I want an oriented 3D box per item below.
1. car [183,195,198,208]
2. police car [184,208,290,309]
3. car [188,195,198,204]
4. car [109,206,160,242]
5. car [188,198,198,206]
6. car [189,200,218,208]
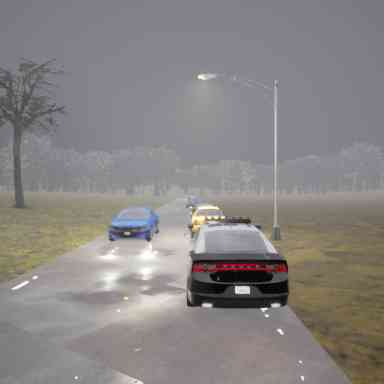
[{"bbox_3d":[0.131,1.466,45.829,2.033,1.411,5.357,0,0,1],"label":"car"},{"bbox_3d":[0.842,1.420,8.101,1.930,1.638,5.238,0,0,0],"label":"police car"},{"bbox_3d":[0.132,1.374,63.149,1.812,1.442,4.674,0,0,0],"label":"car"},{"bbox_3d":[-2.716,1.463,16.450,1.882,1.535,5.008,0,0,0],"label":"car"},{"bbox_3d":[0.875,1.453,23.993,1.882,1.535,5.008,0,0,0],"label":"car"},{"bbox_3d":[0.863,1.439,18.181,1.801,1.575,5.366,0,0,0],"label":"car"}]
